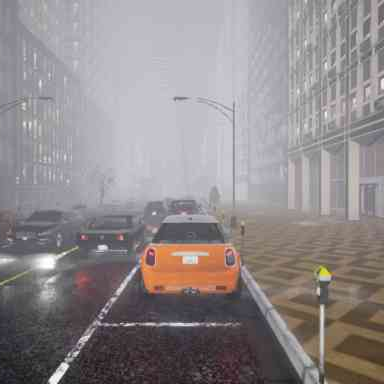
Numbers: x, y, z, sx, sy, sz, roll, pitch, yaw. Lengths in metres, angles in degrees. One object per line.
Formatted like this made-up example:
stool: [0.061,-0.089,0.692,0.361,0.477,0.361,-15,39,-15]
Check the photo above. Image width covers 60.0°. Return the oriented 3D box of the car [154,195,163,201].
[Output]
car: [-8.844,1.545,88.876,1.947,1.339,4.313,-1,0,0]

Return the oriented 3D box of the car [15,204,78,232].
car: [-8.844,1.547,20.672,2.008,1.369,4.403,-1,0,0]

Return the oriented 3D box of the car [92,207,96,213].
car: [-8.843,1.577,26.356,1.802,1.307,4.206,-1,0,0]

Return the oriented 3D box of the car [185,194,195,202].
car: [-0.465,1.298,77.509,2.192,1.841,5.009,-1,0,0]

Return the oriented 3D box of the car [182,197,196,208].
car: [-0.463,1.541,49.090,2.008,1.369,4.403,-1,0,0]

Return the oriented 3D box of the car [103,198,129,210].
car: [-8.844,1.544,37.723,2.008,1.369,4.403,-1,0,0]

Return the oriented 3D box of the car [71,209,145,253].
car: [-3.046,1.598,13.614,1.895,1.301,4.718,0,0,0]

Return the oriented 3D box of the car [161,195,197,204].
car: [-0.465,1.311,20.672,2.192,1.841,5.009,-1,0,0]

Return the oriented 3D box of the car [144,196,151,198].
car: [-8.843,1.570,60.458,1.802,1.307,4.206,-1,0,0]

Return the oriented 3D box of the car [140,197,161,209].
car: [-3.146,1.499,30.023,1.837,1.490,4.892,0,0,0]

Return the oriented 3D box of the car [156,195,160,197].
car: [-8.843,1.508,77.339,1.752,1.417,4.829,-1,0,0]

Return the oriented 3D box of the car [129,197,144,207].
car: [-8.843,1.541,49.090,2.008,1.369,4.403,-1,0,0]

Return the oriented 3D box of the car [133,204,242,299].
car: [-0.033,1.351,8.621,2.097,1.767,4.553,0,0,0]

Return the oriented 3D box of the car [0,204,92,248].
car: [-6.246,1.502,14.854,1.837,1.490,4.892,0,0,0]

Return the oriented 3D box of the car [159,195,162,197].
car: [-3.046,1.469,44.696,1.882,1.535,5.008,0,0,0]

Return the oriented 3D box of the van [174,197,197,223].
van: [-0.465,1.336,26.356,1.690,1.788,3.998,-1,0,0]
